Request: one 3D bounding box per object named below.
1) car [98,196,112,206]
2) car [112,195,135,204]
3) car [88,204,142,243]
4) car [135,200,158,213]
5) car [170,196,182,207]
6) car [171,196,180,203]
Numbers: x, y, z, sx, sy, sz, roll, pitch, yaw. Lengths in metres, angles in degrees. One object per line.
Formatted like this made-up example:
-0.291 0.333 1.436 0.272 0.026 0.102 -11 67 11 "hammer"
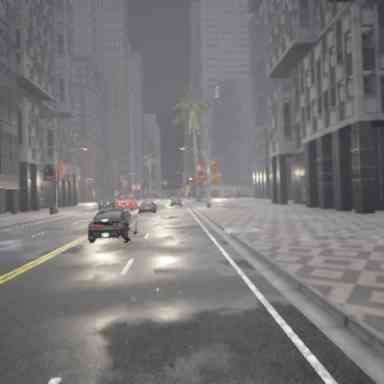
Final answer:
-12.212 1.567 48.796 2.150 2.045 5.566 -2 0 -2 "car"
-8.745 1.463 44.447 2.150 2.045 5.566 -2 0 -2 "car"
-3.872 1.604 16.767 1.837 1.490 4.892 -2 0 -3 "car"
-4.973 1.685 37.931 1.994 1.385 4.181 -2 0 -3 "car"
-2.578 1.618 54.400 2.033 1.411 5.357 -2 0 -3 "car"
-3.824 1.688 76.394 1.837 1.490 4.892 -2 0 -3 "car"
